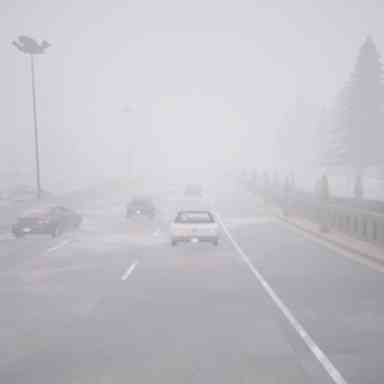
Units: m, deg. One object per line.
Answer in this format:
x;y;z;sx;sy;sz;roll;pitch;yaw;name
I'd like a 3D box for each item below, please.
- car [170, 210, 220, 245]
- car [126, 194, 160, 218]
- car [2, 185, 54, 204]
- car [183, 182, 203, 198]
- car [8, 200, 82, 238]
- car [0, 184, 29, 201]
0.106;1.439;14.643;1.895;1.301;4.718;0;2;0;car
-3.391;0.899;23.487;1.837;1.490;4.892;0;3;0;car
-14.083;0.457;29.558;2.033;1.411;5.357;0;5;0;car
0.117;-0.291;36.316;1.837;1.490;4.892;0;7;0;car
-6.894;1.309;16.166;1.812;1.442;4.674;0;2;0;car
-17.572;-0.012;33.693;2.128;1.511;4.902;0;6;0;car
